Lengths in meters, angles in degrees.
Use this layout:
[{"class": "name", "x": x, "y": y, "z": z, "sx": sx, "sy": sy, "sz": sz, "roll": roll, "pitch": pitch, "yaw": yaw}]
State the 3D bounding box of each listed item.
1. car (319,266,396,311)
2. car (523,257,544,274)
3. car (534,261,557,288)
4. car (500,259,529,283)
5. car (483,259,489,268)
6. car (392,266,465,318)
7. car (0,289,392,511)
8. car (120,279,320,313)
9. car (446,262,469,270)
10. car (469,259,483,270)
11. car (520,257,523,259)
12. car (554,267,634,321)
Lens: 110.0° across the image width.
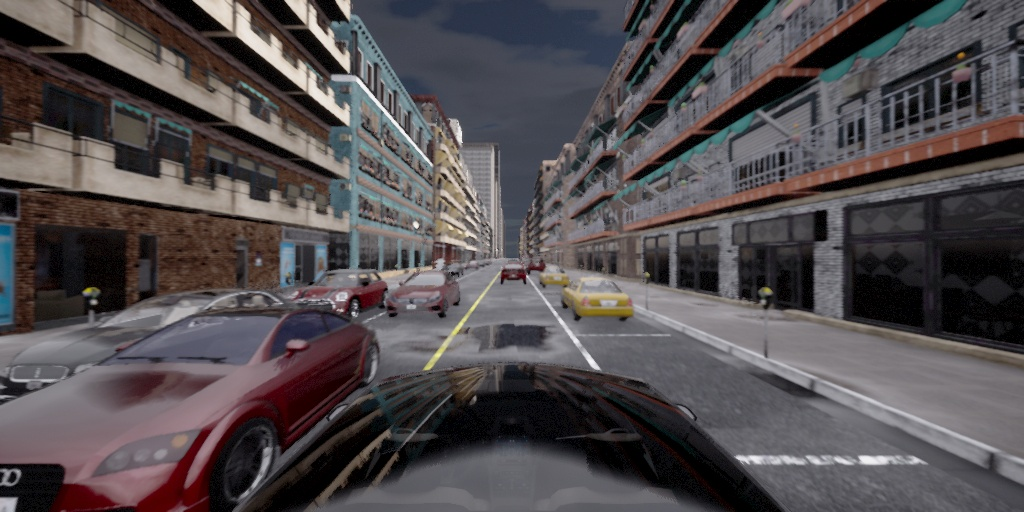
[{"class": "car", "x": -5.688, "y": 1.192, "z": 12.136, "sx": 1.967, "sy": 1.591, "sz": 4.097, "roll": 0, "pitch": 0, "yaw": 0}, {"class": "car", "x": 2.695, "y": 1.072, "z": 40.550, "sx": 2.192, "sy": 1.841, "sz": 5.009, "roll": 0, "pitch": 0, "yaw": 0}, {"class": "car", "x": 2.693, "y": 1.278, "z": 23.672, "sx": 1.751, "sy": 1.417, "sz": 4.829, "roll": 0, "pitch": 0, "yaw": 0}, {"class": "car", "x": 0.105, "y": 1.232, "z": 27.588, "sx": 1.882, "sy": 1.535, "sz": 5.008, "roll": 0, "pitch": 0, "yaw": 0}, {"class": "car", "x": -5.683, "y": 1.334, "z": 63.278, "sx": 1.948, "sy": 1.339, "sz": 4.313, "roll": 0, "pitch": 0, "yaw": 0}, {"class": "car", "x": -3.018, "y": 1.278, "z": 13.153, "sx": 1.812, "sy": 1.442, "sz": 4.674, "roll": 0, "pitch": 0, "yaw": 0}, {"class": "car", "x": -3.100, "y": 1.315, "z": 4.118, "sx": 1.994, "sy": 1.385, "sz": 4.181, "roll": 0, "pitch": 0, "yaw": 0}, {"class": "car", "x": -5.689, "y": 1.302, "z": 6.453, "sx": 2.007, "sy": 1.370, "sz": 4.403, "roll": 0, "pitch": 0, "yaw": 0}, {"class": "car", "x": -5.686, "y": 1.323, "z": 34.866, "sx": 1.948, "sy": 1.339, "sz": 4.313, "roll": 0, "pitch": 0, "yaw": 0}, {"class": "car", "x": -5.684, "y": 1.345, "z": 51.914, "sx": 1.802, "sy": 1.307, "sz": 4.207, "roll": 0, "pitch": 0, "yaw": 0}, {"class": "car", "x": 0.107, "y": 1.267, "z": 47.674, "sx": 1.837, "sy": 1.490, "sz": 4.892, "roll": 0, "pitch": 0, "yaw": 0}, {"class": "car", "x": 2.692, "y": 1.276, "z": 12.308, "sx": 1.751, "sy": 1.417, "sz": 4.829, "roll": 0, "pitch": 0, "yaw": 0}]
